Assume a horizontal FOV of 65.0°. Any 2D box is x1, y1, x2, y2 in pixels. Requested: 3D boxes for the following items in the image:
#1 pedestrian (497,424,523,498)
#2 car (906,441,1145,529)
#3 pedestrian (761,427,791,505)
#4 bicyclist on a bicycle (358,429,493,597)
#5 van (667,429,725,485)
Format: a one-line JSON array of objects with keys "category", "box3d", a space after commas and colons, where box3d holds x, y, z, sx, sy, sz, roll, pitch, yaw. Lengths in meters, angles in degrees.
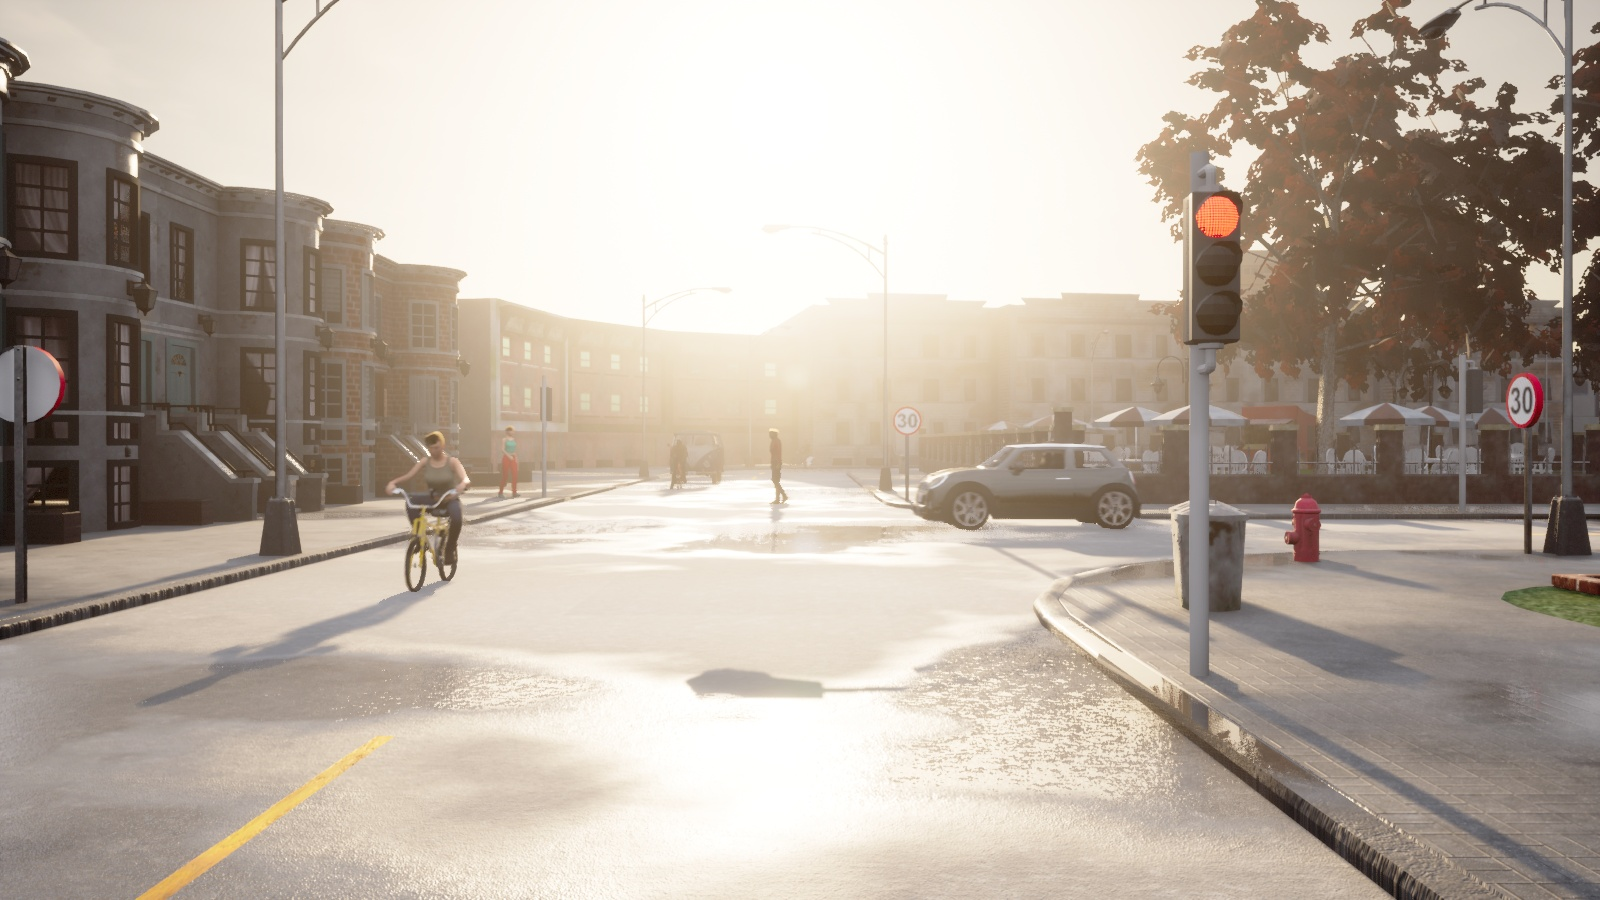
[{"category": "pedestrian", "box3d": [-7.303, 0.272, 31.593, 0.594, 1.836, 0.345, 0, 0, 39]}, {"category": "car", "box3d": [3.908, 0.590, 22.235, 3.806, 1.475, 1.970, 0, 0, -3]}, {"category": "pedestrian", "box3d": [-0.574, 0.373, 30.009, 0.636, 1.846, 0.331, 0, 0, -17]}, {"category": "bicyclist on a bicycle", "box3d": [-3.824, 0.607, 12.945, 0.866, 1.612, 1.509, 1, 0, 3]}, {"category": "van", "box3d": [-3.846, 0.230, 47.095, 1.775, 1.987, 4.442, 0, 0, 0]}]
